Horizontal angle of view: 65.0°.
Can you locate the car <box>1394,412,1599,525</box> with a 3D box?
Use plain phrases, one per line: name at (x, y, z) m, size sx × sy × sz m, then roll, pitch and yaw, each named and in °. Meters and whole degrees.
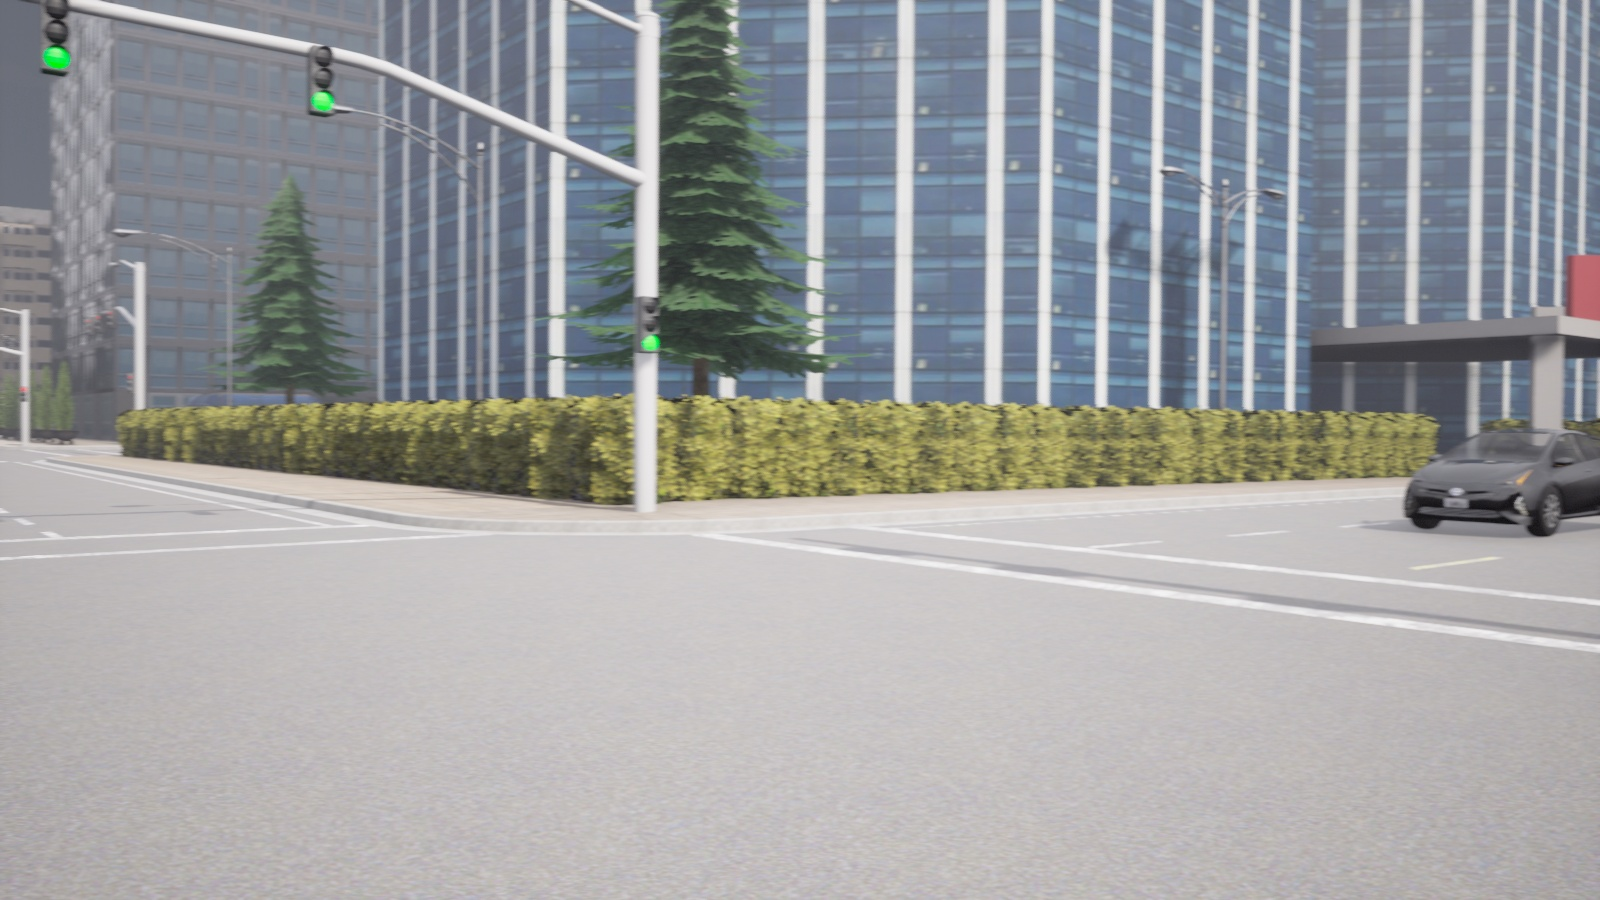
car at (11.146, 0.201, 19.088) m, size 4.514 × 1.525 × 2.007 m, roll -1°, pitch 1°, yaw -38°
